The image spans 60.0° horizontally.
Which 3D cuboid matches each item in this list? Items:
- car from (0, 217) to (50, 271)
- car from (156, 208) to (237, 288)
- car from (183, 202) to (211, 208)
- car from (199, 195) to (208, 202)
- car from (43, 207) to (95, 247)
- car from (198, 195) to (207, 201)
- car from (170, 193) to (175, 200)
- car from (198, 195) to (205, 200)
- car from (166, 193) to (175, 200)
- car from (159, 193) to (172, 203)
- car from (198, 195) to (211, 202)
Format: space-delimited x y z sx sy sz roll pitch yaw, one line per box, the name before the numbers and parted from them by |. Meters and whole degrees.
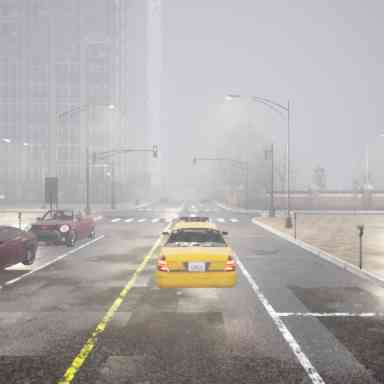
car | -5.700 1.579 8.975 1.802 1.307 4.206 0 0 0
car | 0.090 1.454 9.176 1.801 1.575 5.366 0 0 0
car | 0.097 1.535 19.439 2.033 1.411 5.357 0 0 0
car | 2.618 1.454 74.814 1.887 1.381 4.507 0 0 0
car | -5.705 1.433 14.667 1.967 1.590 4.097 0 0 0
car | 2.613 1.448 80.375 2.008 1.369 4.403 0 0 0
car | -5.918 1.323 85.874 1.967 1.590 4.097 0 0 0
car | 2.602 1.411 91.496 1.887 1.381 4.507 0 0 0
car | -5.923 1.181 91.432 2.192 1.841 5.009 0 0 0
car | -5.903 1.485 69.190 1.947 1.339 4.313 0 0 0
car | 2.689 1.492 63.700 1.947 1.339 4.313 0 0 0
